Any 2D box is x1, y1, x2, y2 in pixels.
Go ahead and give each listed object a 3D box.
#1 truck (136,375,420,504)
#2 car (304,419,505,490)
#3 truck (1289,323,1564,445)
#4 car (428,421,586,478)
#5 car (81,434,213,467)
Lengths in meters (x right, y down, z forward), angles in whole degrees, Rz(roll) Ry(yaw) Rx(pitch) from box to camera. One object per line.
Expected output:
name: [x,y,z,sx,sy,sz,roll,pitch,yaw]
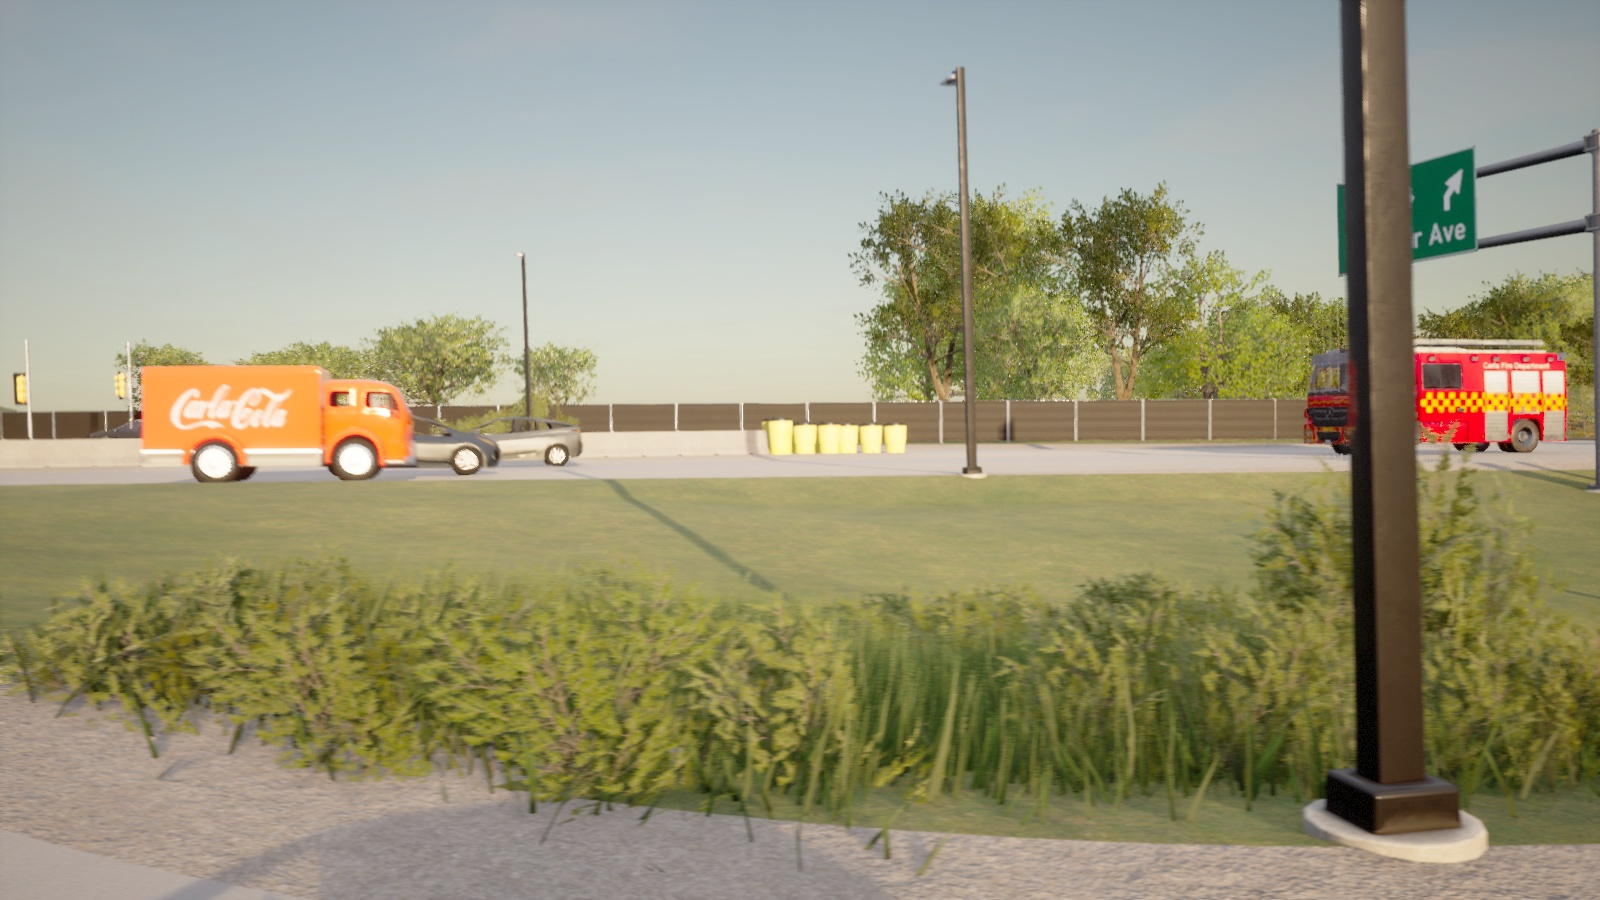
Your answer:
truck: [-10.920,-0.256,26.792,5.204,2.467,2.627,-2,1,-15]
car: [-9.593,0.082,30.770,4.514,1.525,2.007,-2,1,-15]
truck: [21.210,-2.214,42.580,8.468,3.827,2.891,-2,1,-15]
car: [-8.910,-0.040,38.196,4.514,1.525,2.007,-2,1,-15]
car: [-30.492,0.022,58.720,5.357,1.411,2.033,-1,1,12]
